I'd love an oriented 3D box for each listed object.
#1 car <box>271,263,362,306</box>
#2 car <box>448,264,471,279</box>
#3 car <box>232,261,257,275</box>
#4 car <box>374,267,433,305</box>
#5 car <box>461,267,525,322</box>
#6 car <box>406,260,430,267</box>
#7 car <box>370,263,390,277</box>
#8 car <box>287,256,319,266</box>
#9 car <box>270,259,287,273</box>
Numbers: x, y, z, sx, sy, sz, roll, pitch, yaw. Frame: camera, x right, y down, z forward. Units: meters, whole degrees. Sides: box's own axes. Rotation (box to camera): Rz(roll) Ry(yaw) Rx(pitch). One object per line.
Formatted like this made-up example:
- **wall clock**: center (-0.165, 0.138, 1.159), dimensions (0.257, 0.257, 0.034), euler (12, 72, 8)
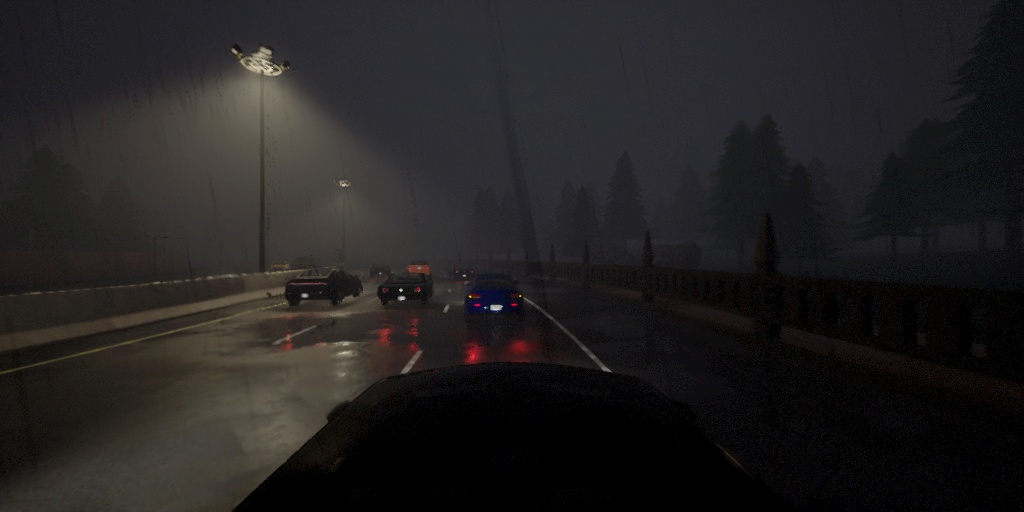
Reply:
- **car**: center (-8.165, 1.274, 15.950), dimensions (2.128, 1.511, 4.902), euler (0, 0, -8)
- **car**: center (-4.640, 1.370, 32.319), dimensions (1.895, 1.301, 4.718), euler (0, 0, -17)
- **car**: center (-31.552, 1.366, 42.448), dimensions (2.128, 1.511, 4.902), euler (0, 0, -28)
- **car**: center (-4.644, 1.369, 16.300), dimensions (1.895, 1.301, 4.718), euler (0, 0, -8)
- **car**: center (-0.671, 1.279, 12.326), dimensions (1.812, 1.442, 4.674), euler (0, 0, -5)
- **car**: center (-9.007, 1.138, 34.332), dimensions (2.097, 1.767, 4.553), euler (0, 0, -18)
- **car**: center (-13.700, 1.405, 37.321), dimensions (1.895, 1.301, 4.718), euler (0, 0, -20)
- **car**: center (-21.531, 1.053, 37.620), dimensions (2.150, 2.045, 5.566), euler (0, 0, -23)
- **car**: center (-28.499, 1.339, 44.141), dimensions (1.882, 1.535, 5.008), euler (0, 0, -28)
